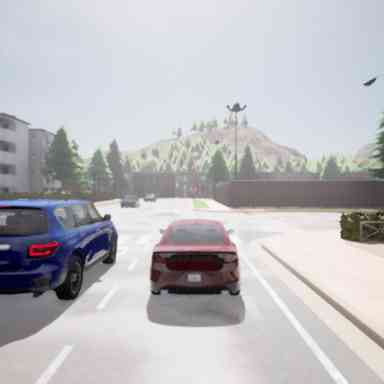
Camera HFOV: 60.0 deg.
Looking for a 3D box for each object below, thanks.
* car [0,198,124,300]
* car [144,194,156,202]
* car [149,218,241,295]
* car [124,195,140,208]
[{"bbox_3d":[-3.426,1.164,8.353,2.150,2.045,5.566,0,0,0],"label":"car"},{"bbox_3d":[-7.699,1.112,61.652,2.033,1.411,5.357,0,0,0],"label":"car"},{"bbox_3d":[0.111,1.418,8.606,1.882,1.535,5.008,0,0,1],"label":"car"},{"bbox_3d":[-7.759,1.202,41.873,1.837,1.490,4.892,0,1,0],"label":"car"}]
